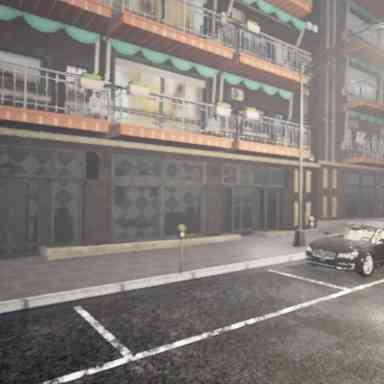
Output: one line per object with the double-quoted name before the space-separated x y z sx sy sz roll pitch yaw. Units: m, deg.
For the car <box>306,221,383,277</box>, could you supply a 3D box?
"car" 5.358 1.609 10.365 4.403 1.369 2.008 0 1 -35
